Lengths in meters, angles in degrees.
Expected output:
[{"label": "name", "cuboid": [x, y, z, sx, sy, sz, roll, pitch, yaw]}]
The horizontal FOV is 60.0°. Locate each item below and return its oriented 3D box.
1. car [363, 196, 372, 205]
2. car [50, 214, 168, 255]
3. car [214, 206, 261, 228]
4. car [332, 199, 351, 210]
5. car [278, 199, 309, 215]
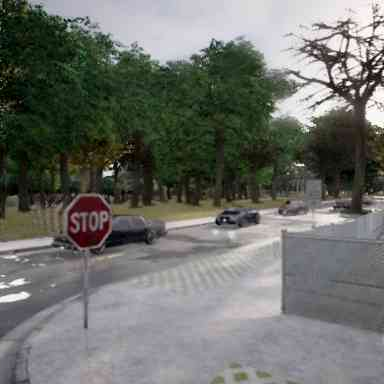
[{"label": "car", "cuboid": [25.555, 1.227, 49.851, 1.994, 1.385, 4.181, 1, 1, 36]}, {"label": "car", "cuboid": [-3.317, 1.707, 14.624, 2.033, 1.411, 5.357, 1, 0, 36]}, {"label": "car", "cuboid": [3.333, 1.688, 23.913, 1.994, 1.385, 4.181, 1, 1, 35]}, {"label": "car", "cuboid": [18.159, 1.463, 39.525, 1.895, 1.301, 4.718, 1, 1, 36]}, {"label": "car", "cuboid": [10.271, 1.499, 33.548, 1.812, 1.442, 4.674, 1, 1, 36]}]
